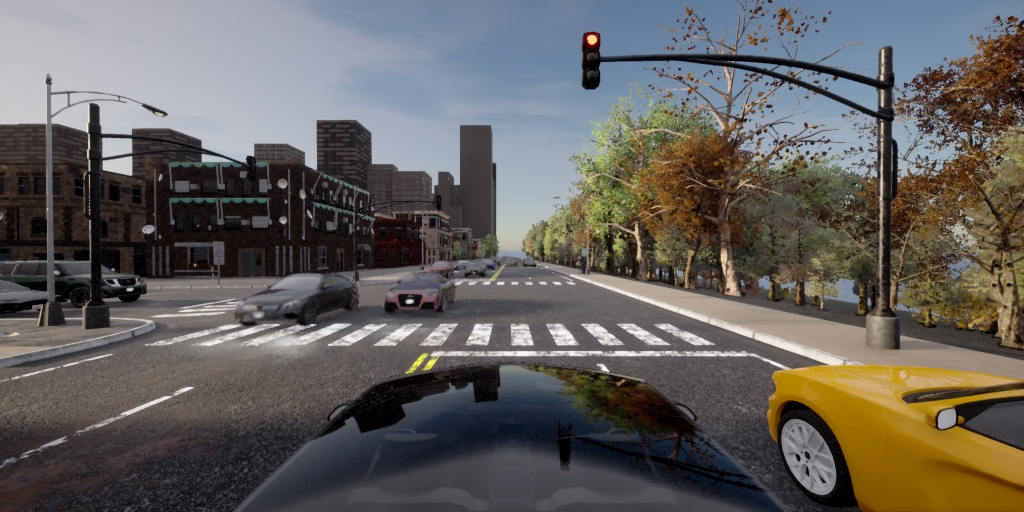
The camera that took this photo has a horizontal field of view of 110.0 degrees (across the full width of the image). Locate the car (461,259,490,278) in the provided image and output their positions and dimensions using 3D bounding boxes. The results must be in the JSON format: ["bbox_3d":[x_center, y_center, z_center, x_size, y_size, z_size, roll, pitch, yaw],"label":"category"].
[{"bbox_3d":[-3.382,1.244,34.271,1.837,1.490,4.892,0,0,0],"label":"car"}]

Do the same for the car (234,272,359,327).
[{"bbox_3d":[-6.611,1.275,11.680,1.812,1.442,4.674,0,0,0],"label":"car"}]

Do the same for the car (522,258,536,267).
[{"bbox_3d":[3.282,1.290,64.455,1.994,1.385,4.181,0,0,1],"label":"car"}]

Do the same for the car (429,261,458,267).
[{"bbox_3d":[-6.637,1.218,33.923,1.882,1.535,5.008,0,0,-2],"label":"car"}]

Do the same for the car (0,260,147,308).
[{"bbox_3d":[-20.010,1.194,16.159,5.566,2.045,2.150,-1,1,0],"label":"car"}]

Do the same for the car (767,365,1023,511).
[{"bbox_3d":[3.351,1.228,1.351,1.882,1.535,5.008,0,0,0],"label":"car"}]

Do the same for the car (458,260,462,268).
[{"bbox_3d":[-6.641,1.259,48.939,1.812,1.442,4.674,0,0,0],"label":"car"}]

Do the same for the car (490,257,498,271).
[{"bbox_3d":[-3.393,1.211,49.535,1.882,1.535,5.008,0,0,0],"label":"car"}]

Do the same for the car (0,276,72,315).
[{"bbox_3d":[-19.958,1.565,13.458,4.313,1.339,1.948,0,0,0],"label":"car"}]

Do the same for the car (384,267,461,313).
[{"bbox_3d":[-3.363,1.311,13.802,1.994,1.385,4.181,0,0,0],"label":"car"}]
